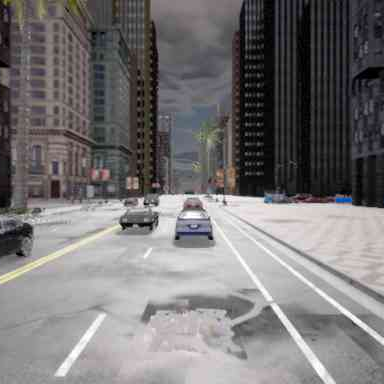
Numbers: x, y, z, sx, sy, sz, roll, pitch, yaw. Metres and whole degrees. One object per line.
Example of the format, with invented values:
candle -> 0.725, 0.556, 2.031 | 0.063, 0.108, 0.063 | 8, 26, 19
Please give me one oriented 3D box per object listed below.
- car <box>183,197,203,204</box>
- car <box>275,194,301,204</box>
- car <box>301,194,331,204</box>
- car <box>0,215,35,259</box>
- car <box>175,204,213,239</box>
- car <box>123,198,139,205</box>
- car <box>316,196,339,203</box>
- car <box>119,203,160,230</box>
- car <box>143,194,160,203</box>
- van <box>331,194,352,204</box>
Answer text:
car -> 0.099, 1.358, 35.942 | 2.097, 1.767, 4.553 | 0, 0, 0
car -> 17.069, 1.562, 61.316 | 4.403, 1.369, 2.008 | 0, 0, 0
car -> 22.746, 1.589, 61.318 | 4.206, 1.307, 1.802 | 0, 0, 0
car -> -6.601, 1.493, 10.082 | 2.128, 1.511, 4.902 | 0, 0, 0
car -> 0.094, 1.550, 17.192 | 2.033, 1.411, 5.357 | 0, 0, 0
car -> -9.752, 1.617, 53.911 | 2.033, 1.411, 5.357 | 0, 0, 0
car -> 28.419, 1.564, 69.845 | 4.206, 1.307, 1.802 | 0, 0, 0
car -> -3.150, 1.604, 20.875 | 1.895, 1.301, 4.718 | 0, 0, 0
car -> -6.502, 1.341, 53.881 | 2.150, 2.045, 5.566 | 0, 0, 0
van -> 28.424, 1.344, 61.320 | 3.998, 1.788, 1.690 | 0, 0, 0
